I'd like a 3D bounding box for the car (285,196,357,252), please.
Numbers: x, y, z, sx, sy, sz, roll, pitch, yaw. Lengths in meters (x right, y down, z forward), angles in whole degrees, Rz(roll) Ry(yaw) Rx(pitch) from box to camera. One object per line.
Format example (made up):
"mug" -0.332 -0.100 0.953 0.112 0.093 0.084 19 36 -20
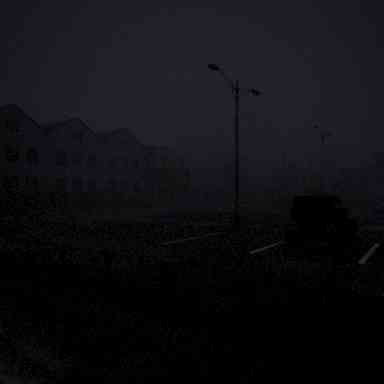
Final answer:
"car" 4.867 1.068 12.406 1.905 1.878 3.866 0 0 35

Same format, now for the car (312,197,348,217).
"car" 12.176 1.278 29.127 2.007 1.523 4.514 0 0 35

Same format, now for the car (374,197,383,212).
"car" 19.230 1.223 32.780 1.970 1.475 3.806 0 0 35
